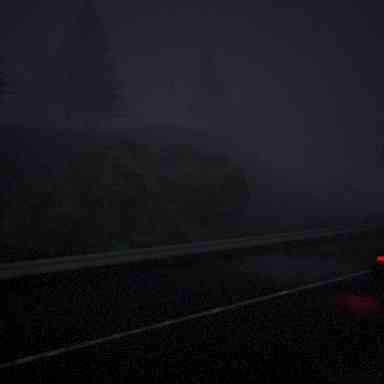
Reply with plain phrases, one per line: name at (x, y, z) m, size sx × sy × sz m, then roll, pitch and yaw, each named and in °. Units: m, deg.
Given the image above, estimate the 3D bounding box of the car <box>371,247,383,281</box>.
car at (6.575, 1.546, 8.354) m, size 5.357 × 1.411 × 2.033 m, roll 0°, pitch 0°, yaw -36°
